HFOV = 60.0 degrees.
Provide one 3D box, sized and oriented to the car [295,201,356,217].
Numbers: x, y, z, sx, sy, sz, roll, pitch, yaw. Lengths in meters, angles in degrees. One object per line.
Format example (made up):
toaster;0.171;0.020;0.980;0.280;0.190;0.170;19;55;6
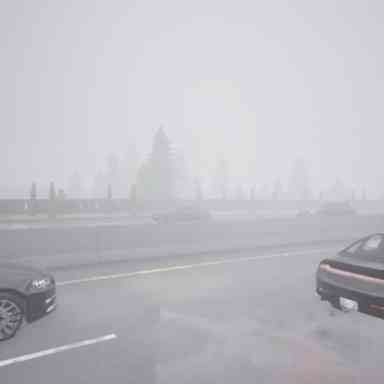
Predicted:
car;9.931;1.439;24.805;4.553;1.767;2.097;1;0;-22

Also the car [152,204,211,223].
car;-0.737;1.551;23.643;4.181;1.385;1.994;1;0;-27

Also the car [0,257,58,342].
car;-4.537;1.448;4.679;4.902;1.511;2.128;0;0;-36

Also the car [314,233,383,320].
car;4.487;1.518;6.363;4.902;1.511;2.128;0;0;-31
